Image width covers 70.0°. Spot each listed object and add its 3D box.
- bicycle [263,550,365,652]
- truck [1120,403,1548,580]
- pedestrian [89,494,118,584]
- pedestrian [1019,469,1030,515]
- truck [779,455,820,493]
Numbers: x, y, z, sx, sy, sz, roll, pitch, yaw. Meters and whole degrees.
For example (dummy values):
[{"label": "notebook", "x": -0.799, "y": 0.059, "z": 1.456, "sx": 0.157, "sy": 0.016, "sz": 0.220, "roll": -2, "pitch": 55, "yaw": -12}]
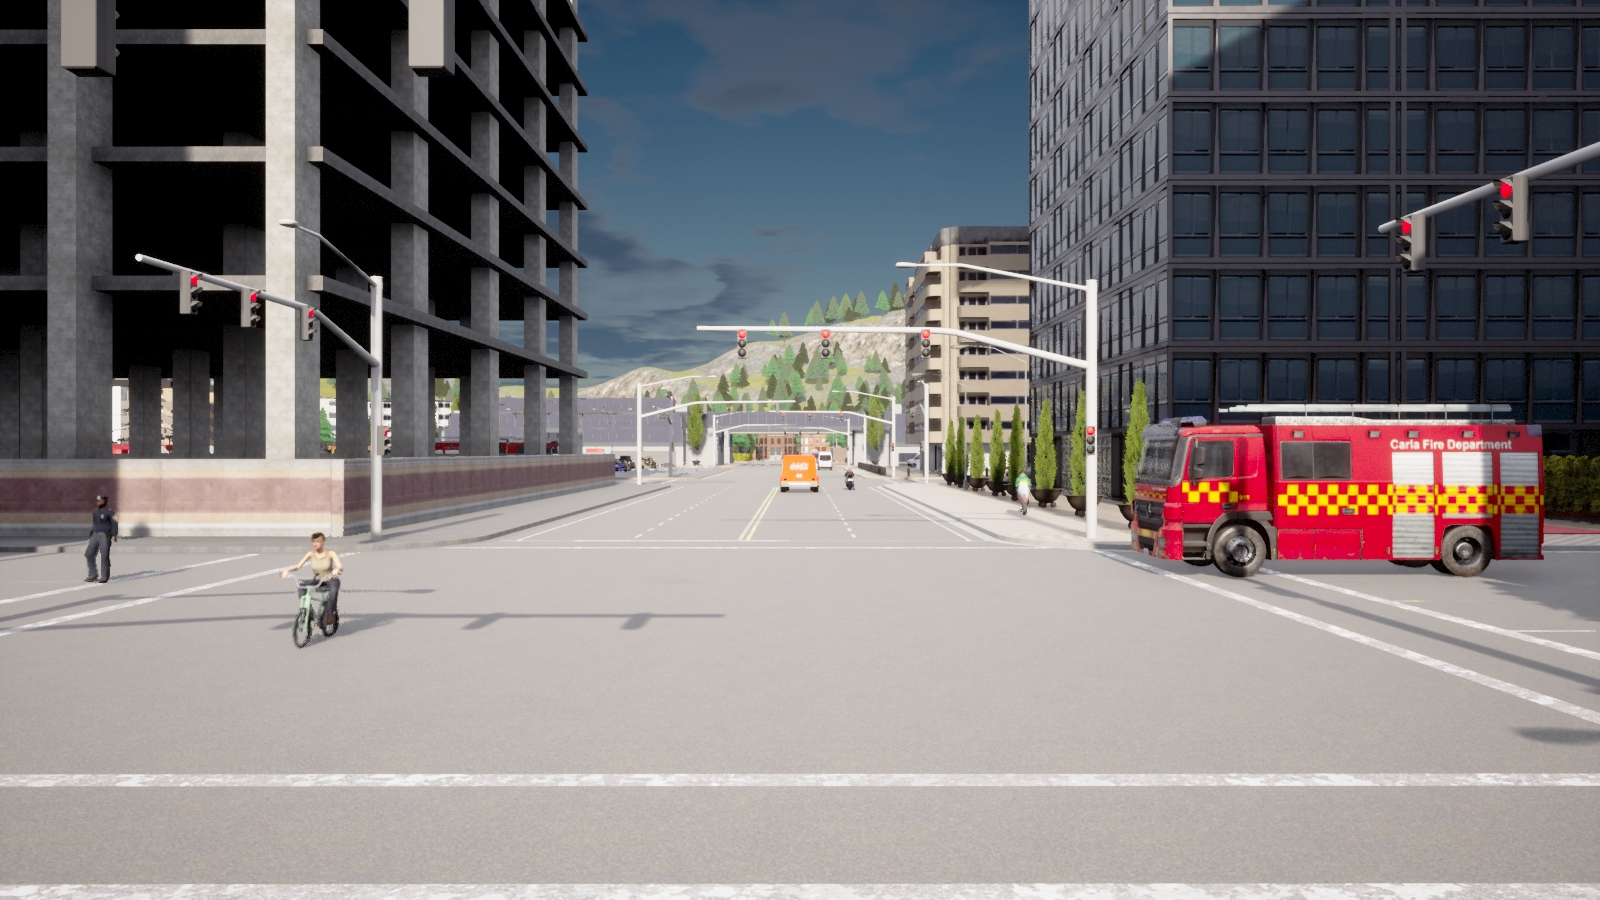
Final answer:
[{"label": "bicycle", "x": -7.009, "y": 2.157, "z": 16.556, "sx": 0.859, "sy": 1.276, "sz": 1.487, "roll": 0, "pitch": 0, "yaw": 0}, {"label": "truck", "x": 11.970, "y": 0.889, "z": 26.163, "sx": 8.468, "sy": 3.827, "sz": 2.891, "roll": 0, "pitch": 0, "yaw": -1}, {"label": "pedestrian", "x": -14.536, "y": 1.847, "z": 23.854, "sx": 0.375, "sy": 1.860, "sz": 0.375, "roll": 0, "pitch": 0, "yaw": 2}, {"label": "pedestrian", "x": 9.067, "y": 1.694, "z": 46.204, "sx": 0.375, "sy": 1.860, "sz": 0.375, "roll": 0, "pitch": 0, "yaw": -1}, {"label": "truck", "x": -0.023, "y": 1.564, "z": 76.782, "sx": 2.627, "sy": 2.467, "sz": 5.204, "roll": 0, "pitch": 0, "yaw": 0}]
